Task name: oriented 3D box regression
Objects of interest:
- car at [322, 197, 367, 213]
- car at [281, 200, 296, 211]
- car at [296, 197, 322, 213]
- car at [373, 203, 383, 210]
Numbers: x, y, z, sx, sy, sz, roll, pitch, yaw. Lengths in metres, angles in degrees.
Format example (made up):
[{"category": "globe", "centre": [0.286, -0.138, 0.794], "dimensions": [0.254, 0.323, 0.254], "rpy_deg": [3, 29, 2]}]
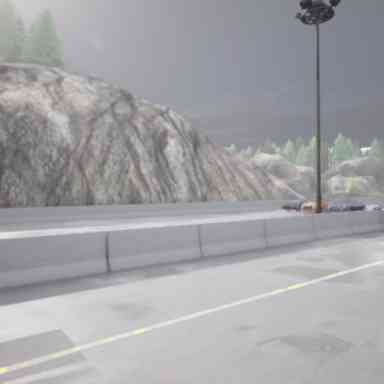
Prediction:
[{"category": "car", "centre": [15.418, 1.356, 33.116], "dimensions": [4.553, 1.767, 2.097], "rpy_deg": [0, 0, -36]}, {"category": "car", "centre": [13.051, 1.594, 40.063], "dimensions": [5.357, 1.411, 2.033], "rpy_deg": [0, 0, -37]}, {"category": "car", "centre": [13.964, 1.378, 36.394], "dimensions": [4.553, 1.767, 2.097], "rpy_deg": [0, 0, -36]}, {"category": "car", "centre": [19.230, 1.520, 31.575], "dimensions": [5.357, 1.411, 2.033], "rpy_deg": [0, 0, -37]}]
